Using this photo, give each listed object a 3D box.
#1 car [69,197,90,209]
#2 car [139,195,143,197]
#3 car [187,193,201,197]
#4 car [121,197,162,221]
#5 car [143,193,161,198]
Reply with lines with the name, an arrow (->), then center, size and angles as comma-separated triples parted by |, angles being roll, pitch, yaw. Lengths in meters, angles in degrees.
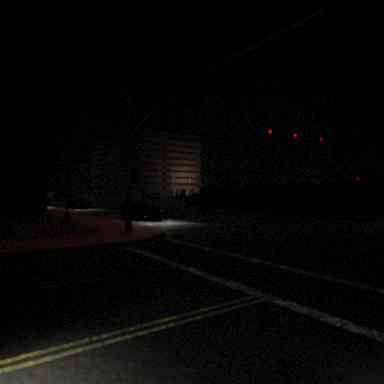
car -> -15.244, 1.477, 44.860 | 1.882, 1.535, 5.008 | 0, 0, -32
car -> -10.963, 1.155, 84.243 | 4.605, 1.855, 1.932 | 0, 0, -34
car -> 1.654, 1.158, 65.592 | 3.866, 1.878, 1.905 | 0, 0, -34
car -> -4.281, 1.478, 27.725 | 1.882, 1.535, 5.008 | 0, 0, -33
car -> -9.385, 1.158, 81.816 | 3.866, 1.878, 1.905 | 0, 0, -34
